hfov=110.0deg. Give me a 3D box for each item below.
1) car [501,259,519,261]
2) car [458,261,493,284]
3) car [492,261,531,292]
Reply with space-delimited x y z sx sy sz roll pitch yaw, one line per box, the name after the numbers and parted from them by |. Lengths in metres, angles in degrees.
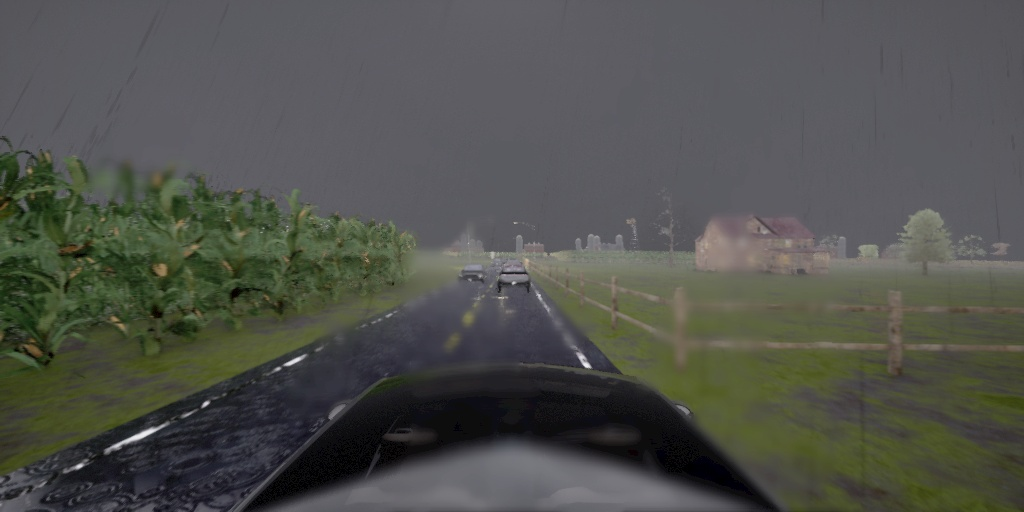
0.099 1.083 40.461 2.097 1.767 4.553 0 0 0 | car
-2.850 1.291 27.428 2.033 1.411 5.357 0 0 0 | car
0.100 1.238 21.285 2.128 1.511 4.902 0 0 0 | car
